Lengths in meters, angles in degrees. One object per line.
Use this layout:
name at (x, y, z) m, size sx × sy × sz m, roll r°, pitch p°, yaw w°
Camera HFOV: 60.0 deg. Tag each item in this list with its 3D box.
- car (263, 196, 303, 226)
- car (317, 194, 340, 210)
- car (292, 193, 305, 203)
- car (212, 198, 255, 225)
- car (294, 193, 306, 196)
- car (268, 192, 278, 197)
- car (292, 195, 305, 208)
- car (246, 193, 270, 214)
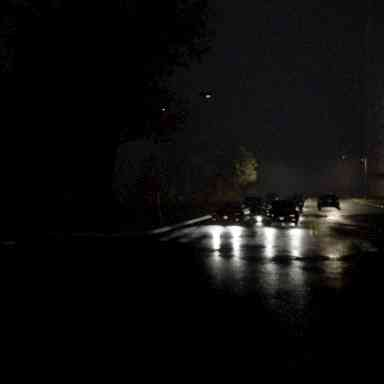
car at (5.962, 1.258, 21.509) m, size 1.837 × 1.490 × 4.892 m, roll 0°, pitch 1°, yaw 19°
car at (14.315, 0.938, 35.048) m, size 2.097 × 1.767 × 4.553 m, roll 0°, pitch 1°, yaw 19°
car at (17.338, 0.882, 53.920) m, size 1.882 × 1.535 × 5.008 m, roll 0°, pitch 1°, yaw 19°
car at (2.686, 1.329, 21.986) m, size 1.994 × 1.385 × 4.181 m, roll 0°, pitch 1°, yaw 19°
car at (12.191, 1.119, 39.387) m, size 1.994 × 1.385 × 4.181 m, roll 0°, pitch 1°, yaw 19°
car at (10.725, 0.863, 45.002) m, size 2.097 × 1.767 × 4.553 m, roll 0°, pitch 1°, yaw 20°
car at (8.886, 1.224, 29.901) m, size 1.994 × 1.385 × 4.181 m, roll 0°, pitch 1°, yaw 19°
car at (5.627, 1.150, 30.430) m, size 1.882 × 1.535 × 5.008 m, roll 0°, pitch 1°, yaw 19°
